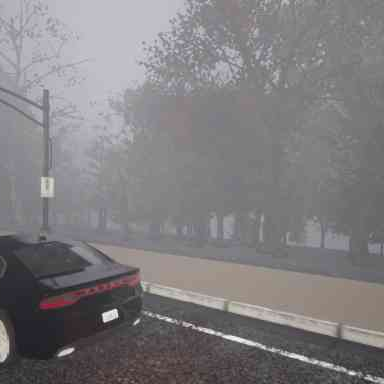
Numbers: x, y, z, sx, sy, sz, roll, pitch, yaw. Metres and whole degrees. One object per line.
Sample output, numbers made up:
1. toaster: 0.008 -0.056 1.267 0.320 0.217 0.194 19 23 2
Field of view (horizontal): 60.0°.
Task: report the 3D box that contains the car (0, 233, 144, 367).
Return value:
1. car: -3.063 1.477 5.864 5.008 1.535 1.882 0 0 37
